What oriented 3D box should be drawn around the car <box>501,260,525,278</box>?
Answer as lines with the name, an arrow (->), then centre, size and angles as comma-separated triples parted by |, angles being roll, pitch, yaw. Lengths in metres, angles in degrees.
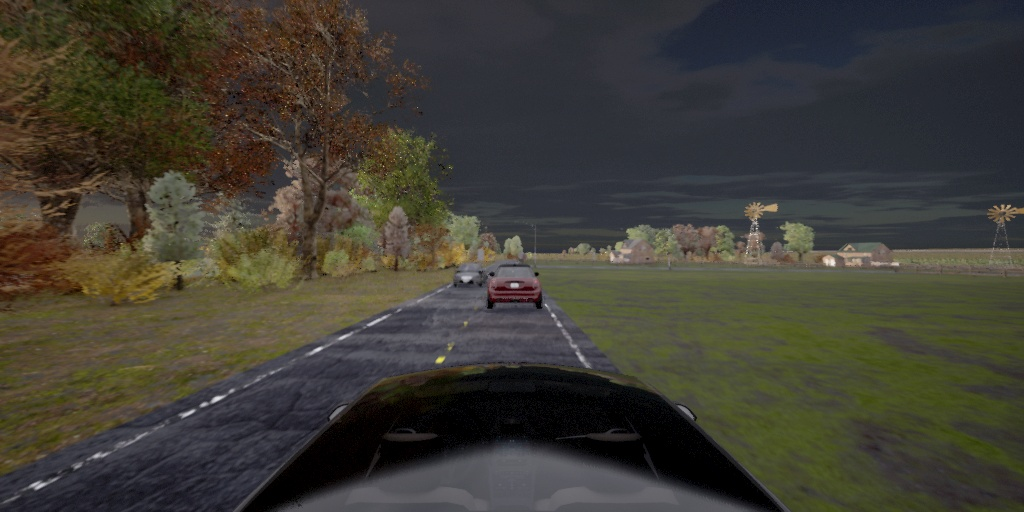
car -> 0.106, 1.217, 34.916 | 2.128, 1.511, 4.902 | 0, 0, 0

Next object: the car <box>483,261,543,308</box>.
car -> 0.101, 1.091, 15.213 | 2.097, 1.767, 4.553 | 0, 0, 0

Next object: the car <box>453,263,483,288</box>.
car -> -2.747, 1.224, 24.034 | 2.128, 1.511, 4.902 | 0, 0, 0
